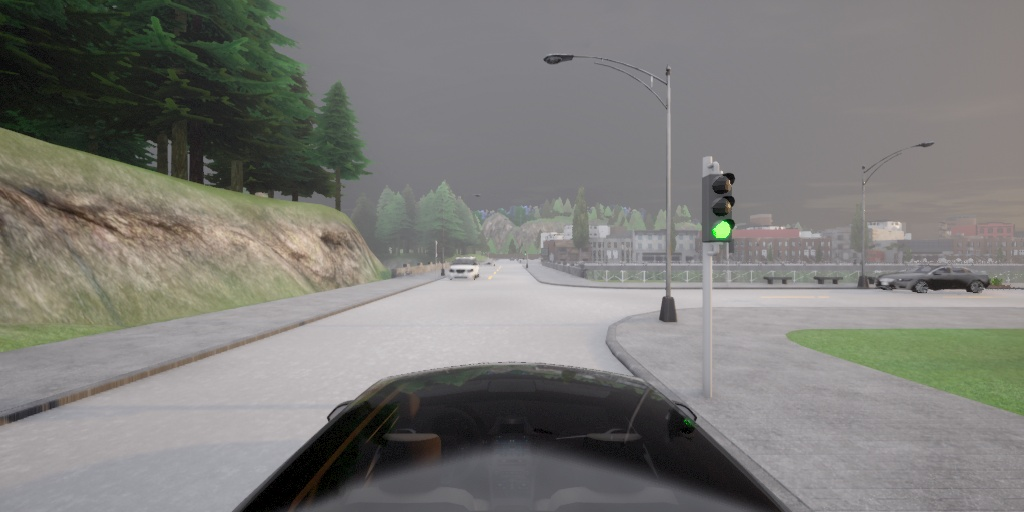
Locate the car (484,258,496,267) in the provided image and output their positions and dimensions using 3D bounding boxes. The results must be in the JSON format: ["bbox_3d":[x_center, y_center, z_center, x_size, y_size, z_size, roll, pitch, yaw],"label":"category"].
[{"bbox_3d":[-3.998,1.147,64.779,1.812,1.442,4.674,0,0,0],"label":"car"}]

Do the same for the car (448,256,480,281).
[{"bbox_3d":[-3.998,1.086,30.557,2.150,2.045,5.566,0,1,0],"label":"car"}]

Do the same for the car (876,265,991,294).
[{"bbox_3d":[22.792,1.240,19.531,4.902,1.511,2.128,0,0,0],"label":"car"}]
